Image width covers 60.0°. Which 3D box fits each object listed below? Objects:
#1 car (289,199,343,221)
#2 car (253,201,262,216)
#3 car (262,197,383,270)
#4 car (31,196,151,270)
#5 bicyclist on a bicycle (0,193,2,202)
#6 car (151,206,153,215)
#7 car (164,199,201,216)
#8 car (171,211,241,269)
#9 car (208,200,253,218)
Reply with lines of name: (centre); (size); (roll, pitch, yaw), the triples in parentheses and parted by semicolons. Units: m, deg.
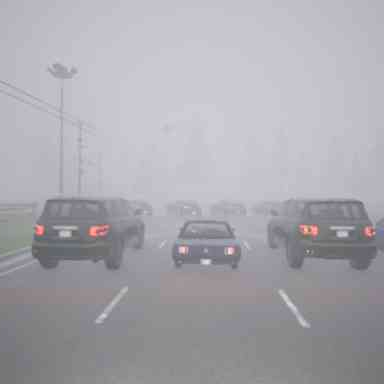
car: (10.422, 1.481, 28.448); (1.837, 1.490, 4.892); (1, 0, -13)
car: (6.680, 1.442, 28.611); (1.837, 1.490, 4.892); (2, 0, -17)
car: (4.004, 1.204, 11.228); (2.150, 2.045, 5.566); (1, -1, 3)
car: (-3.019, 1.138, 10.927); (2.150, 2.045, 5.566); (1, 0, 3)
bicyclist on a bicycle: (-30.539, 0.755, 52.659); (0.582, 1.620, 1.656); (1, 1, -7)
car: (-5.111, 1.324, 28.656); (1.837, 1.490, 4.892); (3, -1, -35)
car: (-0.852, 1.367, 28.620); (1.837, 1.490, 4.892); (2, 0, -24)
car: (0.487, 1.555, 10.997); (1.895, 1.301, 4.718); (1, 0, 3)
car: (2.948, 1.390, 28.653); (2.128, 1.511, 4.902); (1, 0, -18)
